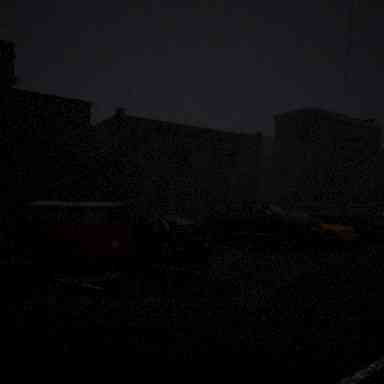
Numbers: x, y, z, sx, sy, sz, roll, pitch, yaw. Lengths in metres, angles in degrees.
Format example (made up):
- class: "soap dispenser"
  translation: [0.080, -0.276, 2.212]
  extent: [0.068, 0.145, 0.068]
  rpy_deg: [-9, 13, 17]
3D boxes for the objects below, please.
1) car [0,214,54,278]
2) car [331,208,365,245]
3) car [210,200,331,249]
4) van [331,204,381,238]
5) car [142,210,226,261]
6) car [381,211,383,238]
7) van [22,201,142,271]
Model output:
- class: "car"
  translation: [-6.296, 1.482, 9.113]
  extent: [4.892, 1.521, 2.231]
  rpy_deg: [-1, -1, 34]
- class: "car"
  translation: [5.806, 1.776, 17.478]
  extent: [5.366, 1.575, 1.946]
  rpy_deg: [0, -2, 35]
- class: "car"
  translation: [3.284, 1.433, 15.881]
  extent: [5.566, 2.045, 2.435]
  rpy_deg: [0, -2, 35]
- class: "van"
  translation: [8.154, 1.650, 19.217]
  extent: [4.442, 1.987, 1.878]
  rpy_deg: [0, -2, 35]
- class: "car"
  translation: [-1.524, 1.542, 12.488]
  extent: [4.892, 1.521, 2.231]
  rpy_deg: [-1, -1, 35]
- class: "car"
  translation: [10.422, 2.002, 20.976]
  extent: [4.792, 1.488, 2.163]
  rpy_deg: [0, -2, 35]
- class: "van"
  translation: [-4.006, 1.277, 10.871]
  extent: [4.442, 1.987, 1.878]
  rpy_deg: [-1, -1, 35]
